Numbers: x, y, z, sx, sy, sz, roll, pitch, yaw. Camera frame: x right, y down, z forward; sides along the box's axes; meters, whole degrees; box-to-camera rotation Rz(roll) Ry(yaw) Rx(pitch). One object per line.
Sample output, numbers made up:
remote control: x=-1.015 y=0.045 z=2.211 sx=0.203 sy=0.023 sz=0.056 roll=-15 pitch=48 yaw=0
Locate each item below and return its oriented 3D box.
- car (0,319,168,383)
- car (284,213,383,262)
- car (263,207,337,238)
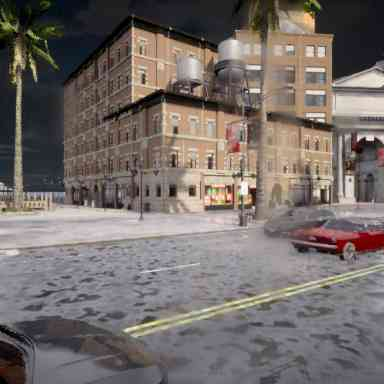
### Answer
car: x=-2.384 y=1.499 z=1.959 sx=4.892 sy=1.490 sz=1.837 roll=2 pitch=-1 yaw=-36
car: x=5.800 y=1.601 z=12.269 sx=4.718 sy=1.301 sz=1.895 roll=0 pitch=0 yaw=-35
car: x=5.603 y=1.505 z=16.389 sx=4.892 sy=1.490 sz=1.837 roll=0 pitch=0 yaw=-35
